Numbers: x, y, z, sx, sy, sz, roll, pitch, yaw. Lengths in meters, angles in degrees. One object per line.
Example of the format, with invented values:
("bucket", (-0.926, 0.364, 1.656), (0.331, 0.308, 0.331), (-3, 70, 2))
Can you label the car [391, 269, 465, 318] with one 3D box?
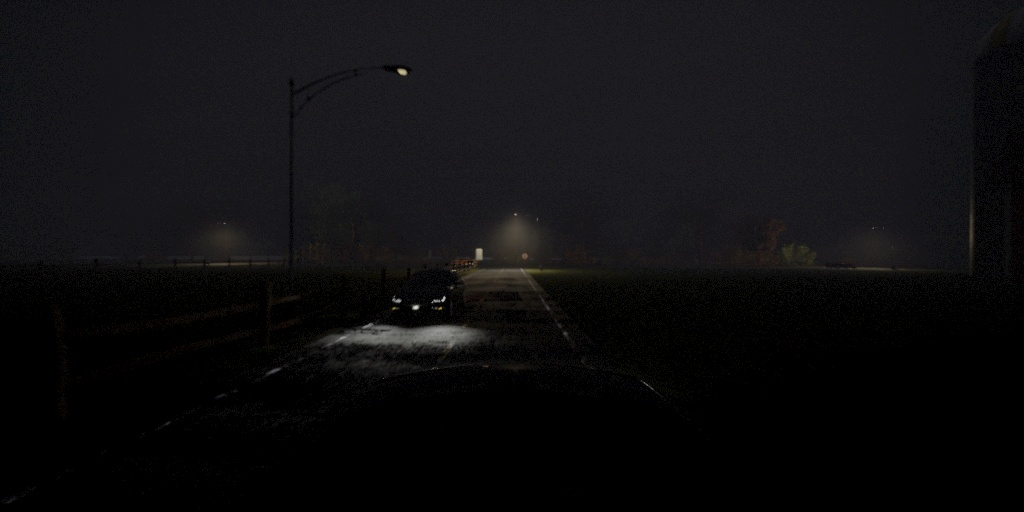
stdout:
("car", (-2.830, 1.250, 12.989), (1.837, 1.490, 4.892), (0, 1, 0))
